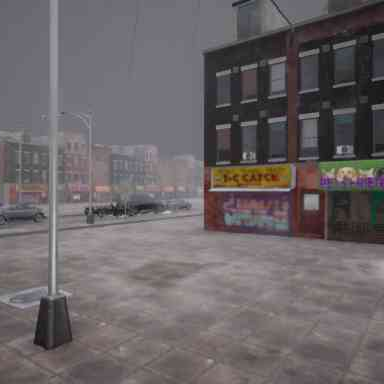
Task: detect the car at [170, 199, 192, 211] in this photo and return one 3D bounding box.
[{"bbox_3d":[-1.836,1.447,38.610,1.994,1.385,4.181,0,0,35],"label":"car"}]

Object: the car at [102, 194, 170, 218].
[{"bbox_3d":[-4.786,1.146,29.340,2.150,2.045,5.566,0,0,35],"label":"car"}]

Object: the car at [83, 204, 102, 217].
[{"bbox_3d":[-7.556,1.520,30.516,1.895,1.301,4.718,0,0,36],"label":"car"}]

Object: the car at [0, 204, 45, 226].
[{"bbox_3d":[-12.598,1.515,23.380,1.994,1.385,4.181,0,0,36],"label":"car"}]
